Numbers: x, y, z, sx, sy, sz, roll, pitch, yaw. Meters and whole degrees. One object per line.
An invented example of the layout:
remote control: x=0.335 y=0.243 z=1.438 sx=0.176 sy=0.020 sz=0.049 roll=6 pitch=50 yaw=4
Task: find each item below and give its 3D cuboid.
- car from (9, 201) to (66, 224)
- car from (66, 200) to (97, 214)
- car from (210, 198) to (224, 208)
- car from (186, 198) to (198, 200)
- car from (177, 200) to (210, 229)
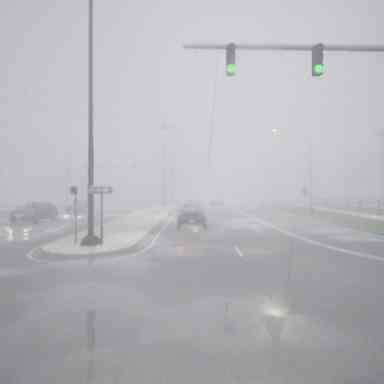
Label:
car: x=-11.593 y=1.469 z=24.695 sx=2.128 sy=1.511 sz=4.902 roll=0 pitch=0 yaw=0
car: x=-11.559 y=1.515 z=34.986 sx=2.033 sy=1.411 sz=5.357 roll=0 pitch=0 yaw=1
car: x=3.512 y=1.556 z=47.924 sx=1.895 sy=1.301 sz=4.718 roll=0 pitch=0 yaw=0
car: x=0.015 y=1.520 z=47.897 sx=1.994 sy=1.385 sz=4.181 roll=0 pitch=0 yaw=0
car: x=0.000 y=1.506 z=21.430 sx=1.812 sy=1.442 sz=4.674 roll=0 pitch=0 yaw=0
